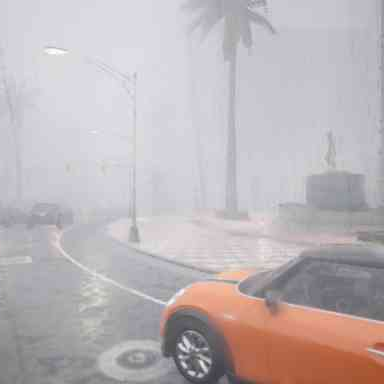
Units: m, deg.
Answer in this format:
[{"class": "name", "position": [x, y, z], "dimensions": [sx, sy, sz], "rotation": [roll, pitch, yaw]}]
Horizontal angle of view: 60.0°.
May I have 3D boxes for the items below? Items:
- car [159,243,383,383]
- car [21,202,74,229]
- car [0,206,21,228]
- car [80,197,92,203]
[{"class": "car", "position": [1.752, 1.396, 3.837], "dimensions": [4.553, 1.767, 2.097], "rotation": [0, -1, 38]}, {"class": "car", "position": [-9.654, 1.468, 22.989], "dimensions": [2.097, 1.767, 4.553], "rotation": [0, 0, -8]}, {"class": "car", "position": [-13.106, 1.658, 23.259], "dimensions": [1.994, 1.385, 4.181], "rotation": [0, -1, -8]}, {"class": "car", "position": [-26.590, 1.984, 83.593], "dimensions": [2.161, 1.482, 4.786], "rotation": [0, 0, -3]}]
